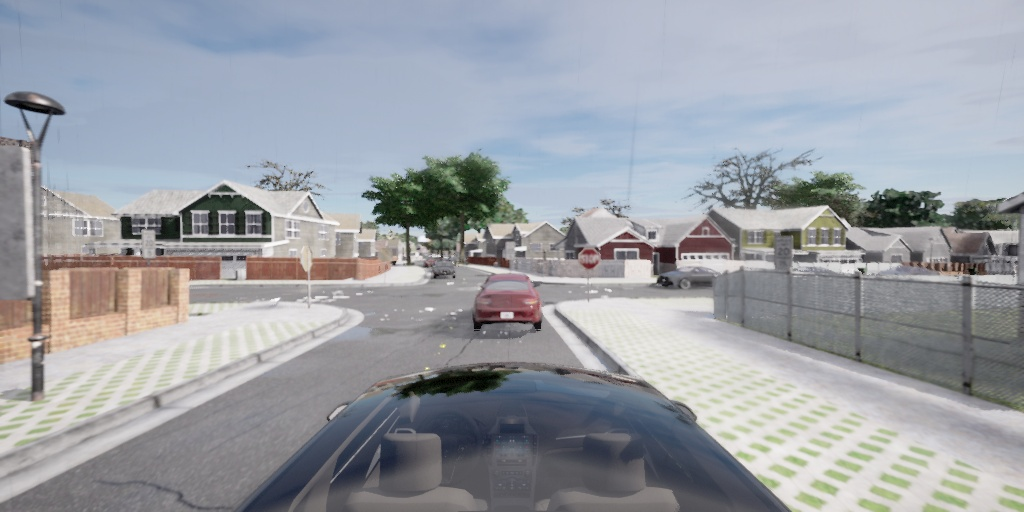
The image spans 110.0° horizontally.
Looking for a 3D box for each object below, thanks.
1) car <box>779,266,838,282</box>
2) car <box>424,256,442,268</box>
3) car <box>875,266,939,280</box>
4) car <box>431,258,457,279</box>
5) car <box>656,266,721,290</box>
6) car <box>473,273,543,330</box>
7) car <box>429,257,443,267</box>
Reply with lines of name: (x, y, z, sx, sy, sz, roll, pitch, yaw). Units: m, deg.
car: (20.744, 1.438, 25.071, 4.181, 1.385, 1.994, 1, 1, -15)
car: (-12.509, 0.905, 55.869, 2.097, 1.767, 4.553, -1, 0, -19)
car: (30.695, 1.515, 27.892, 5.357, 1.411, 2.033, 1, 1, -17)
car: (-5.937, 1.147, 31.459, 1.837, 1.490, 4.892, 0, 0, -11)
car: (11.407, 1.349, 22.805, 4.181, 1.385, 1.994, 1, 1, -14)
car: (-0.099, 1.237, 10.846, 1.812, 1.442, 4.674, 0, 0, 0)
car: (-8.314, 1.152, 41.965, 2.033, 1.411, 5.357, 0, 0, -15)
